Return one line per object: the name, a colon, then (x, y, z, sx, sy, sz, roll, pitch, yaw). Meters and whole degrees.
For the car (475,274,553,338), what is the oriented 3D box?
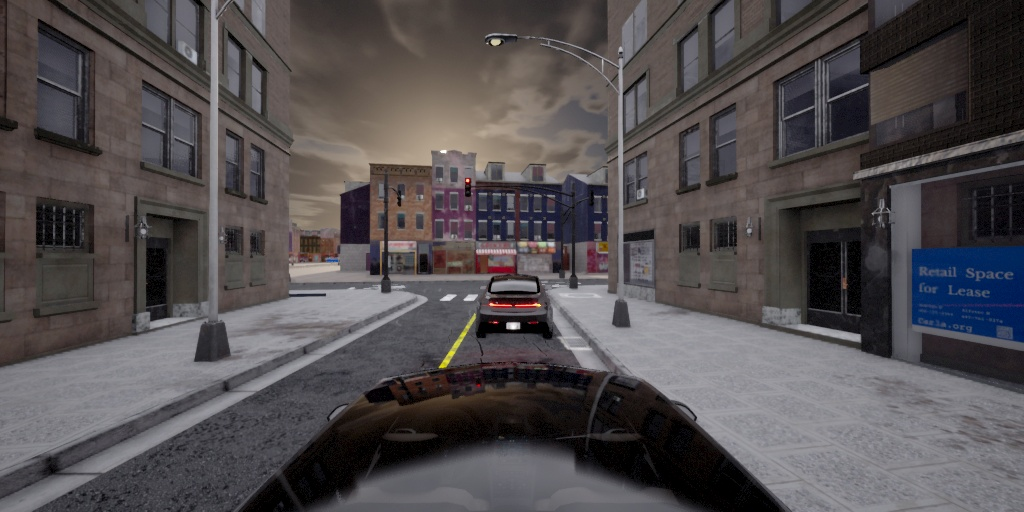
car: (0.098, 1.255, 10.137, 1.837, 1.490, 4.892, 0, 0, 2)
